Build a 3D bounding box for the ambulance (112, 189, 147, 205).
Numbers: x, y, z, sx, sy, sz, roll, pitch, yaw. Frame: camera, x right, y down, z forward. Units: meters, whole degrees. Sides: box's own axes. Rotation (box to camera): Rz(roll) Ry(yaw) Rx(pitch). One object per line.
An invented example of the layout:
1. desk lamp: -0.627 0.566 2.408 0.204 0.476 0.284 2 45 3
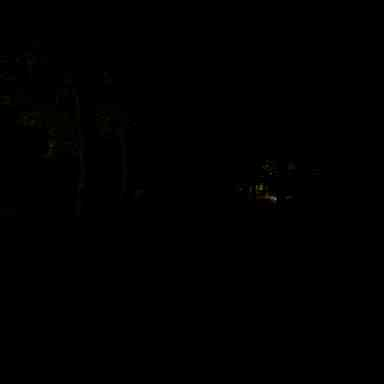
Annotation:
1. ambulance: -10.293 0.789 55.380 2.351 2.431 6.366 -2 -1 35
